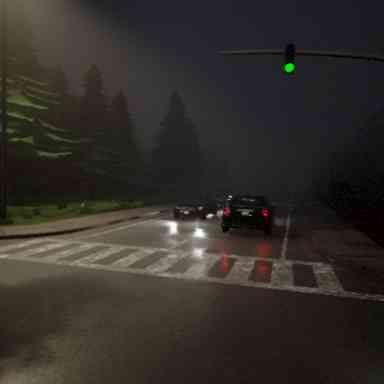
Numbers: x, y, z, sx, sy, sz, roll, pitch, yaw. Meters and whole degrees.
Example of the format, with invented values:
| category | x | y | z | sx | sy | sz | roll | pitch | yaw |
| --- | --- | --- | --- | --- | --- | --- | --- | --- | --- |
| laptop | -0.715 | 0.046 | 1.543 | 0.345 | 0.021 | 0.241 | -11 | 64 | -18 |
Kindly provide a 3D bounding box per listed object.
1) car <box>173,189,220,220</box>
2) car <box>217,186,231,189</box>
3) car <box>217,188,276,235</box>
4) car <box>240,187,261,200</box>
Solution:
| category | x | y | z | sx | sy | sz | roll | pitch | yaw |
| --- | --- | --- | --- | --- | --- | --- | --- | --- | --- |
| car | 0.377 | 0.780 | 20.327 | 1.812 | 1.442 | 4.674 | 2 | 2 | 17 |
| car | 2.790 | 0.389 | 28.113 | 2.097 | 1.767 | 4.553 | 2 | 2 | 17 |
| car | 2.829 | 0.851 | 15.741 | 2.097 | 1.767 | 4.553 | 2 | 2 | 17 |
| car | 7.807 | 0.134 | 44.247 | 2.033 | 1.411 | 5.357 | 2 | 2 | 18 |
